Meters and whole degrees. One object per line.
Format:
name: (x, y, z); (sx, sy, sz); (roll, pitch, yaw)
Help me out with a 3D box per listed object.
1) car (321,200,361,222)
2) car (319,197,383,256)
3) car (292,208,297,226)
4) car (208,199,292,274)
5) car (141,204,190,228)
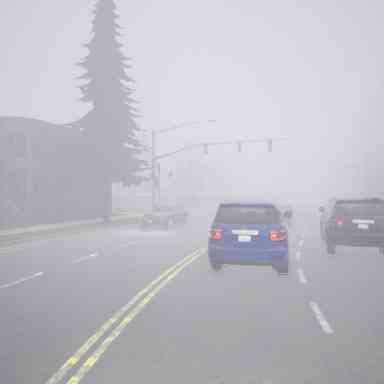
car: (12.237, 1.493, 27.154); (2.128, 1.511, 4.902); (0, 0, 34)
car: (6.473, 1.222, 13.473); (2.150, 2.045, 5.566); (0, 0, 18)
car: (6.104, 1.549, 22.951); (2.033, 1.411, 5.357); (0, 0, 21)
car: (2.016, 1.226, 10.866); (2.150, 2.045, 5.566); (0, 0, 15)
car: (-1.673, 1.565, 22.328); (1.837, 1.490, 4.892); (0, 0, 20)
